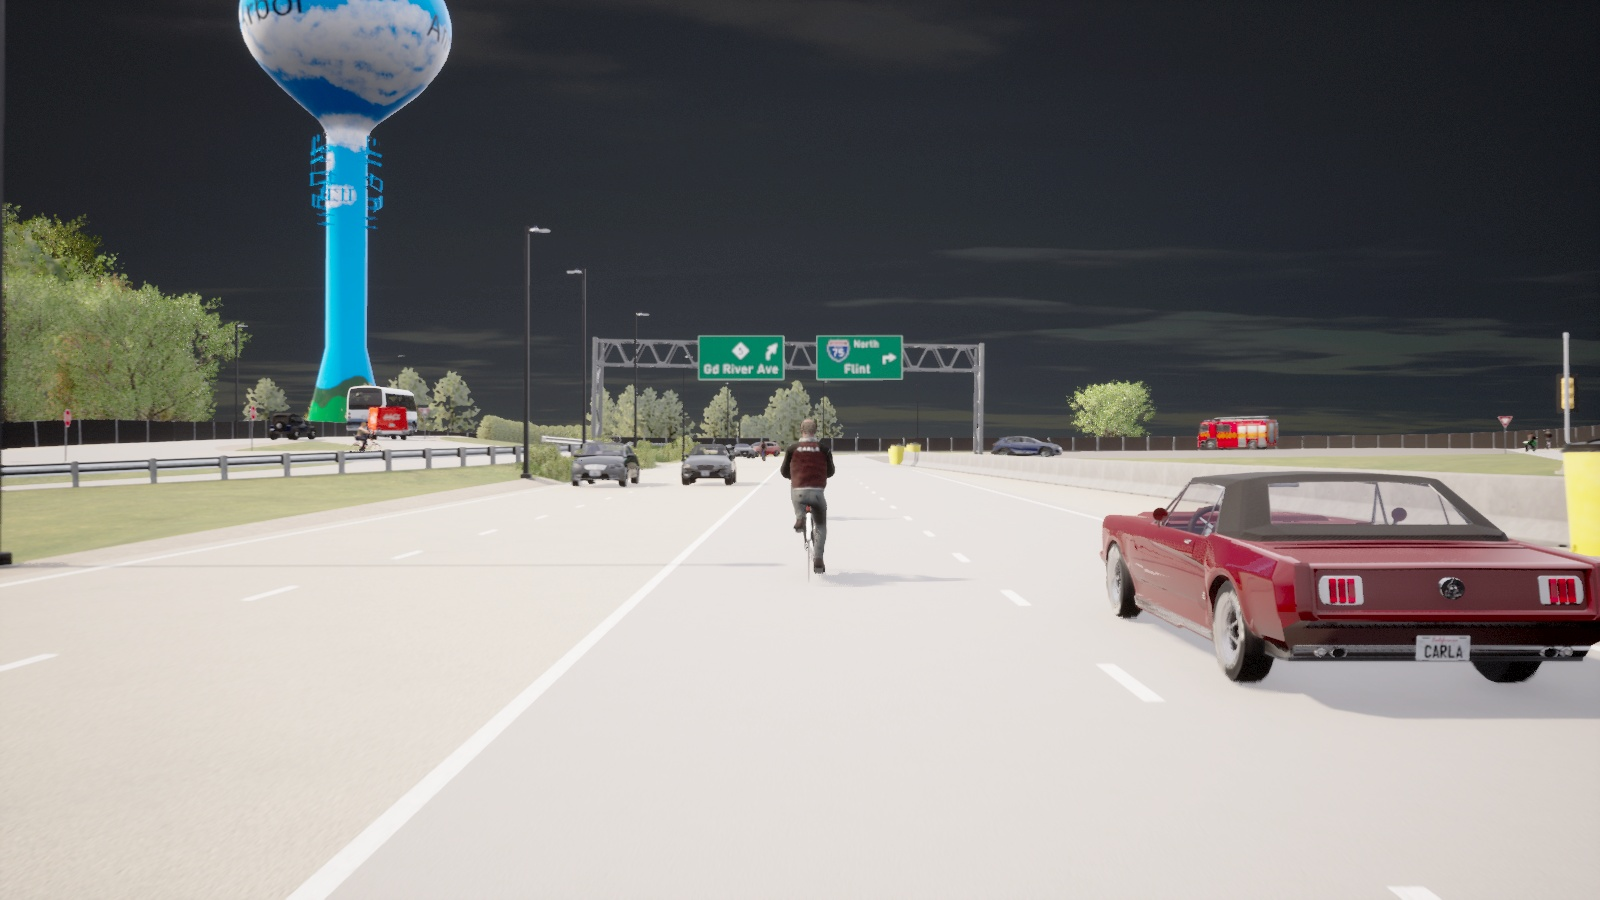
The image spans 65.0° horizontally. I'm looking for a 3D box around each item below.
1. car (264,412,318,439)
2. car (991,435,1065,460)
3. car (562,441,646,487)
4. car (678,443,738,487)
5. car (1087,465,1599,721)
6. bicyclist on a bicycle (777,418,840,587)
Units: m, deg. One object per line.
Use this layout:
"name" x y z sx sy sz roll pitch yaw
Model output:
"car" -36.065 -1.727 89.084 1.905 1.878 3.866 0 1 7
"car" 16.041 -0.159 88.331 4.856 1.649 2.033 -1 0 21
"car" -6.736 0.450 43.634 2.128 1.511 4.902 0 0 0
"car" -3.229 0.506 44.801 1.816 1.474 4.193 0 0 0
"car" 3.567 0.802 9.139 1.895 1.301 4.718 0 0 0
"bicyclist on a bicycle" 0.096 0.543 14.061 0.659 1.776 1.843 0 0 0
